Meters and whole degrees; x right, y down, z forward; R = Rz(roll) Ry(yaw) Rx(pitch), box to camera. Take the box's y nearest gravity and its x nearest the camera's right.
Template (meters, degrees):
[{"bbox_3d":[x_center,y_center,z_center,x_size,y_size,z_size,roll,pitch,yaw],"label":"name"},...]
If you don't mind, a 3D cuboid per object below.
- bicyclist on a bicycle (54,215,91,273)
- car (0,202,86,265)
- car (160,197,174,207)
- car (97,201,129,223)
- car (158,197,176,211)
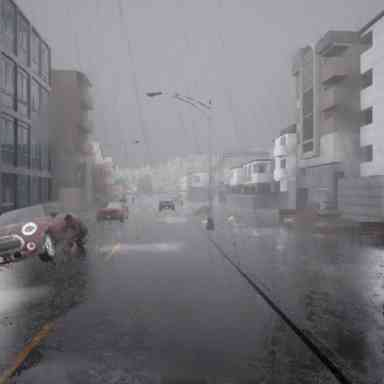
[{"bbox_3d":[-3.499,1.443,9.783,0.582,1.620,1.656,5,12,20],"label":"bicyclist on a bicycle"},{"bbox_3d":[-5.074,1.186,10.515,2.097,1.767,4.553,-14,-1,-2],"label":"car"},{"bbox_3d":[-3.929,1.547,51.223,2.033,1.411,5.357,0,0,-5],"label":"car"},{"bbox_3d":[-6.091,1.478,25.977,1.882,1.535,5.008,0,0,-4],"label":"car"},{"bbox_3d":[-3.097,1.505,40.933,1.837,1.490,4.892,0,0,-5],"label":"car"}]
